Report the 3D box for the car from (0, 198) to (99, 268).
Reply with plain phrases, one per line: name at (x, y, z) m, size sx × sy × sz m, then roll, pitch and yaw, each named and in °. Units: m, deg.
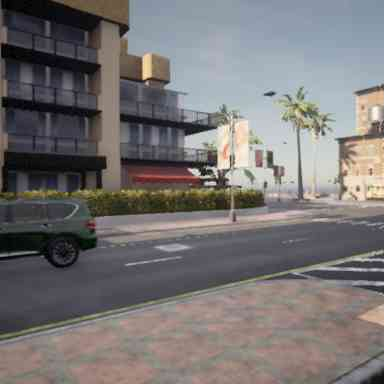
car at (-5.597, 1.216, 9.727) m, size 5.566 × 2.045 × 2.150 m, roll -1°, pitch 0°, yaw -35°
